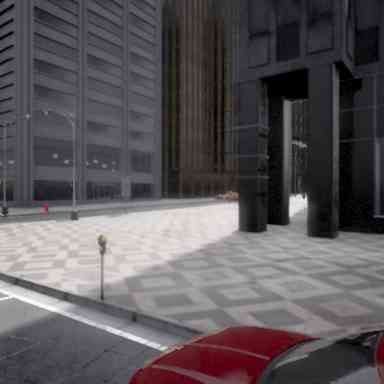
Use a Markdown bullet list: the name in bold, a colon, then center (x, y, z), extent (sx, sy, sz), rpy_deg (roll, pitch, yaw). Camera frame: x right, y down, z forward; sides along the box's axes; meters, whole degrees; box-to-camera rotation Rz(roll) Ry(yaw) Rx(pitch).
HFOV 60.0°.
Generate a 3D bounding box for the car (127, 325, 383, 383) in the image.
- **car**: center (1.513, 1.545, 1.881), extent (4.507, 1.381, 1.887), rpy_deg (0, 0, 36)

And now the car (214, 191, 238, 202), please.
- **car**: center (5.282, 0.601, 50.661), extent (2.097, 1.767, 4.553), rpy_deg (0, 1, 36)
